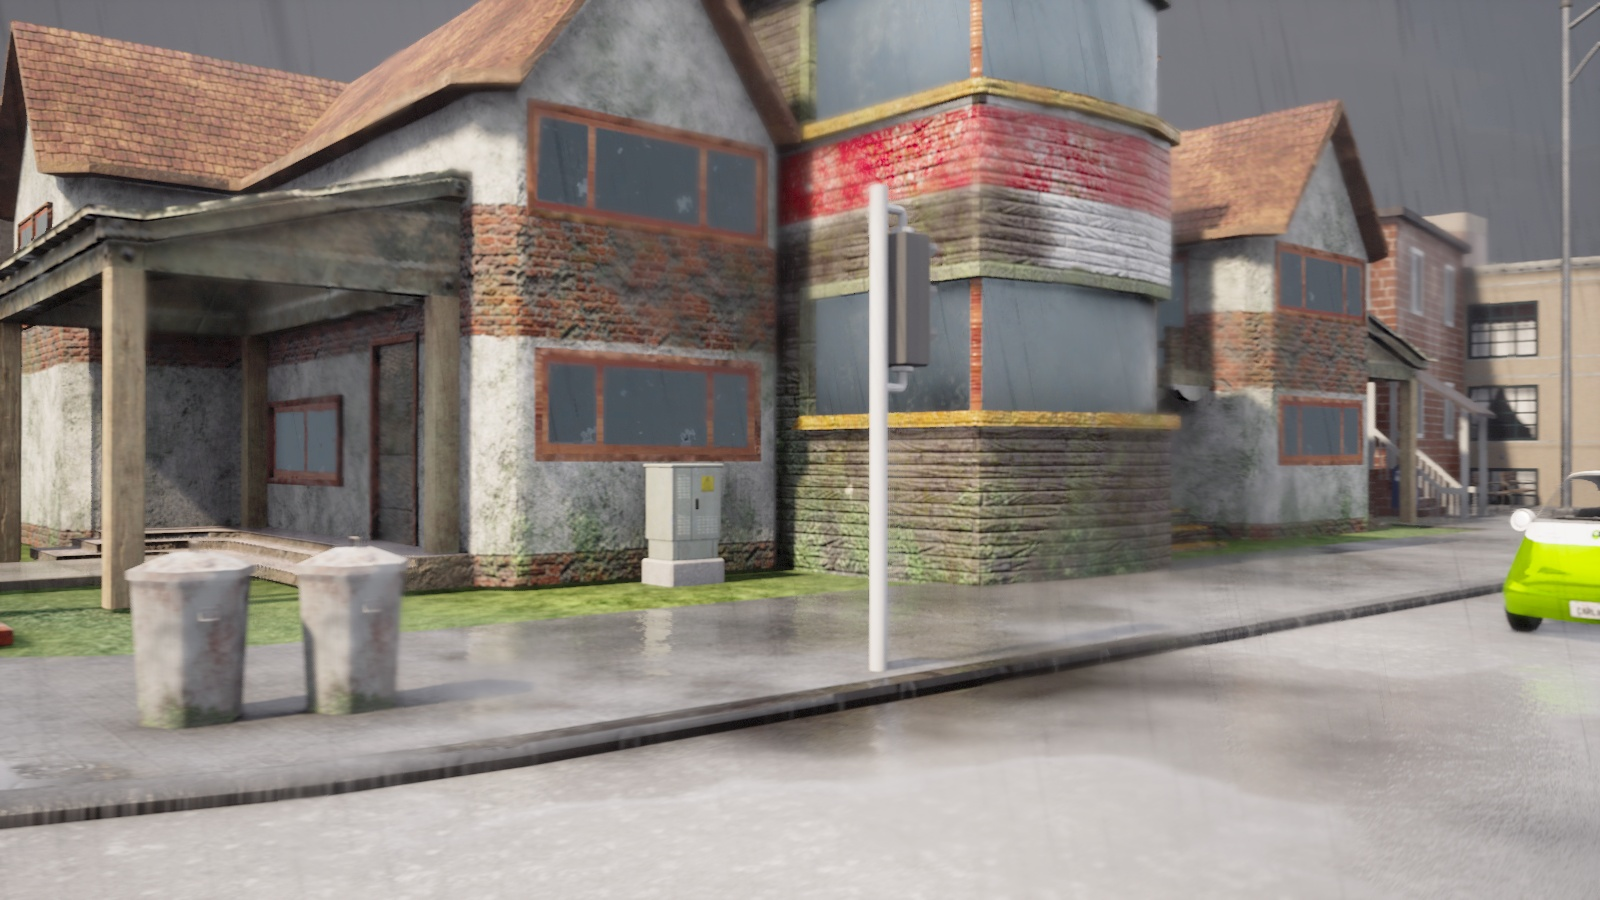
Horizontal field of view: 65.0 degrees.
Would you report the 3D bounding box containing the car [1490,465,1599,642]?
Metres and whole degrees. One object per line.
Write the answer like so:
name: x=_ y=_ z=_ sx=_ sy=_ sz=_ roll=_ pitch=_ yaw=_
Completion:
car: x=7.031 y=0.817 z=10.542 sx=2.207 sy=1.376 sz=1.481 roll=0 pitch=-1 yaw=-40
